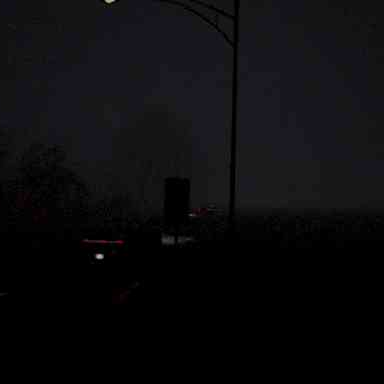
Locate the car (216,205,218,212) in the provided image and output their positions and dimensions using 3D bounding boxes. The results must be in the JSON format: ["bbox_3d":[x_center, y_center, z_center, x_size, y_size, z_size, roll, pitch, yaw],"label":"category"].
[{"bbox_3d":[3.031,2.444,52.908,2.128,1.511,4.902,1,-1,8],"label":"car"}]

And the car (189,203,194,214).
[{"bbox_3d":[-0.470,2.343,47.493,2.033,1.411,5.357,1,-1,8],"label":"car"}]

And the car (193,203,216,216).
[{"bbox_3d":[1.709,2.310,42.679,1.812,1.442,4.674,1,-1,8],"label":"car"}]

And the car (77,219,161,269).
[{"bbox_3d":[-2.421,1.743,12.241,2.128,1.511,4.902,1,-1,8],"label":"car"}]
